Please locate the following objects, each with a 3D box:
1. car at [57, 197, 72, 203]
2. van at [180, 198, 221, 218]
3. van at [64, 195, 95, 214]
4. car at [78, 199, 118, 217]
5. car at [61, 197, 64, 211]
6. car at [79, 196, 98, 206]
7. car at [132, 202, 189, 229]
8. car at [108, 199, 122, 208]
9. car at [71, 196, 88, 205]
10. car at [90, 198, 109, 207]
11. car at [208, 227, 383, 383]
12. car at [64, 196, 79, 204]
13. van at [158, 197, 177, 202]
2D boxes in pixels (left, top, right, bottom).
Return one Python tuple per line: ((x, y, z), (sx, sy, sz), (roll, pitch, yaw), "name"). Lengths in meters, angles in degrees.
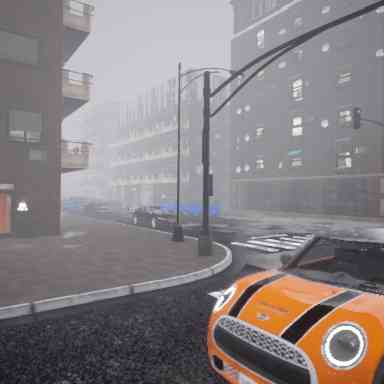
((-27.679, 1.727, 72.130), (1.887, 1.381, 4.507), (1, -1, -35), "car")
((0.906, 1.439, 30.683), (1.690, 1.788, 3.998), (1, -1, -35), "van")
((-11.933, 1.361, 35.420), (1.690, 1.788, 3.998), (1, -1, -35), "van")
((-8.759, 1.592, 30.813), (1.802, 1.307, 4.206), (1, -1, -35), "car")
((-15.111, 1.580, 40.024), (2.008, 1.369, 4.403), (1, -1, -35), "car")
((-18.150, 1.597, 58.314), (1.967, 1.590, 4.097), (1, -1, -35), "car")
((-2.407, 1.539, 21.603), (2.008, 1.369, 4.403), (1, -1, -35), "car")
((-11.800, 1.683, 49.103), (1.887, 1.381, 4.507), (1, -1, -35), "car")
((-21.326, 1.605, 62.920), (1.967, 1.590, 4.097), (1, -1, -35), "car")
((-14.976, 1.730, 53.708), (1.802, 1.307, 4.206), (1, -1, -35), "car")
((2.409, 1.352, 4.664), (4.553, 1.767, 2.097), (0, 0, -35), "car")
((-24.502, 1.614, 67.525), (1.967, 1.590, 4.097), (1, -1, -35), "car")
((-2.270, 1.450, 35.288), (1.690, 1.788, 3.998), (1, -1, -35), "van")
